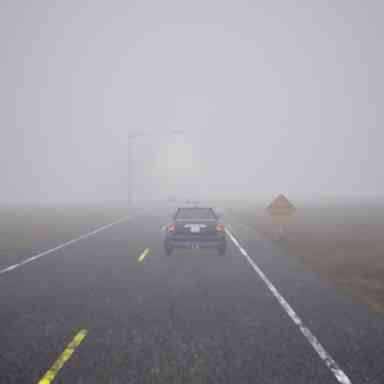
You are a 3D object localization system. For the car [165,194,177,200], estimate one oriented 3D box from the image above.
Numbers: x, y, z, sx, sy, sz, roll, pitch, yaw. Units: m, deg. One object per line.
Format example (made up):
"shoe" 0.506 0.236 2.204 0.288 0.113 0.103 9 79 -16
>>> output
"car" -3.569 1.029 58.188 1.882 1.535 5.008 0 0 0

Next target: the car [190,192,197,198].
"car" 0.449 0.798 93.737 1.882 1.535 5.008 0 0 -1

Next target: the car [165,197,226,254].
"car" 0.141 1.243 13.105 2.097 1.767 4.553 0 0 1

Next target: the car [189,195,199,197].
"car" 0.183 1.264 28.181 2.128 1.511 4.902 0 1 1

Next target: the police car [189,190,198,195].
"police car" 0.659 0.807 83.839 1.930 1.638 5.238 0 0 -1

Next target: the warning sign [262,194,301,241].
"warning sign" 3.652 1.003 13.653 1.300 1.860 1.060 0 0 0
